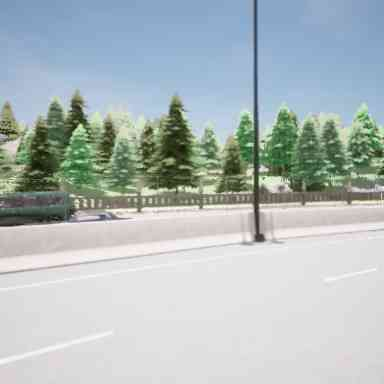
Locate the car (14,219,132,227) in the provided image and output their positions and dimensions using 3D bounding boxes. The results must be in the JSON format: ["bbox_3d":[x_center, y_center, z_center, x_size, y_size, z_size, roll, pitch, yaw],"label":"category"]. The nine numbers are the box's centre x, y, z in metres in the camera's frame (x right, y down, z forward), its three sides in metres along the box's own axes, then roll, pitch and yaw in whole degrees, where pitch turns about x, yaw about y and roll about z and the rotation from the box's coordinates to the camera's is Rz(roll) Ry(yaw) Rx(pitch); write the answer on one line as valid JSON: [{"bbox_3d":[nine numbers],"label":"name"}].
[{"bbox_3d":[-4.388,1.435,13.511,4.718,1.301,1.895,-1,1,-32],"label":"car"}]

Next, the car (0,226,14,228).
[{"bbox_3d":[-8.163,1.060,15.210,5.566,2.045,2.150,-1,1,-34],"label":"car"}]
